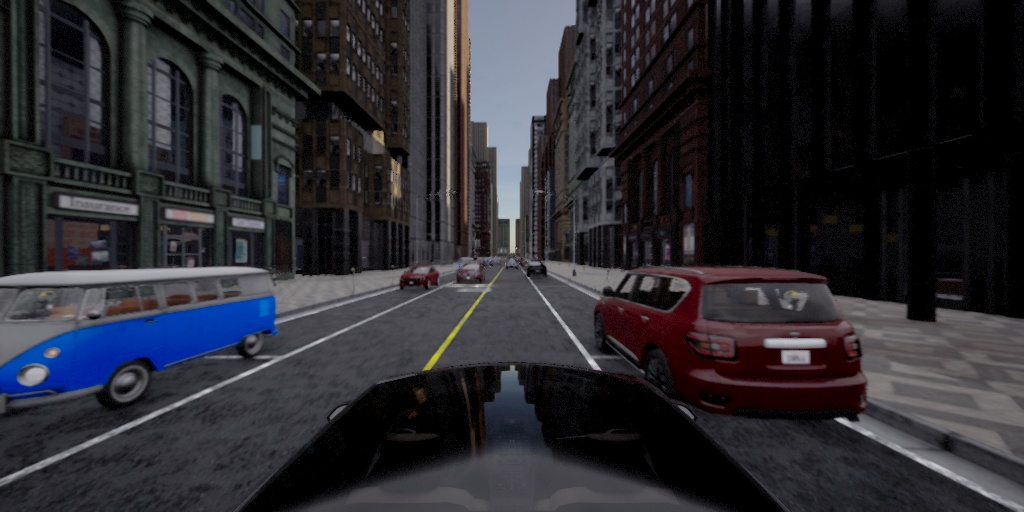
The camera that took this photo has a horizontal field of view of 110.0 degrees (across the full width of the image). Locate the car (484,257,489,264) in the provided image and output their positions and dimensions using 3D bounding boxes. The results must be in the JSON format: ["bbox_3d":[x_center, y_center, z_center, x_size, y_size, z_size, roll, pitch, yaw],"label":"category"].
[{"bbox_3d":[-5.762,1.061,62.228,2.192,1.841,5.009,0,0,0],"label":"car"}]

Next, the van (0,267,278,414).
[{"bbox_3d":[-5.763,1.089,5.861,1.690,1.789,3.998,0,0,0],"label":"van"}]

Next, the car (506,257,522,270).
[{"bbox_3d":[0.001,1.293,53.633,2.033,1.411,5.357,0,0,0],"label":"car"}]

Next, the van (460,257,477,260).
[{"bbox_3d":[-5.762,1.085,45.318,1.690,1.789,3.998,0,0,0],"label":"van"}]

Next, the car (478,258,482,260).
[{"bbox_3d":[-5.762,1.311,50.955,1.948,1.339,4.313,0,0,0],"label":"car"}]

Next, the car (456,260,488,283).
[{"bbox_3d":[-3.095,1.269,27.686,1.812,1.442,4.674,0,0,0],"label":"car"}]

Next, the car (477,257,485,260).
[{"bbox_3d":[-5.762,1.312,56.592,1.948,1.339,4.313,0,0,0],"label":"car"}]

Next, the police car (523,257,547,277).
[{"bbox_3d":[2.367,1.168,35.482,1.930,1.638,5.238,0,0,0],"label":"police car"}]

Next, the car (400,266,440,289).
[{"bbox_3d":[-5.763,1.289,22.772,1.888,1.381,4.507,0,0,0],"label":"car"}]

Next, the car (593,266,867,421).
[{"bbox_3d":[2.762,1.063,5.876,2.192,1.841,5.009,0,0,0],"label":"car"}]
